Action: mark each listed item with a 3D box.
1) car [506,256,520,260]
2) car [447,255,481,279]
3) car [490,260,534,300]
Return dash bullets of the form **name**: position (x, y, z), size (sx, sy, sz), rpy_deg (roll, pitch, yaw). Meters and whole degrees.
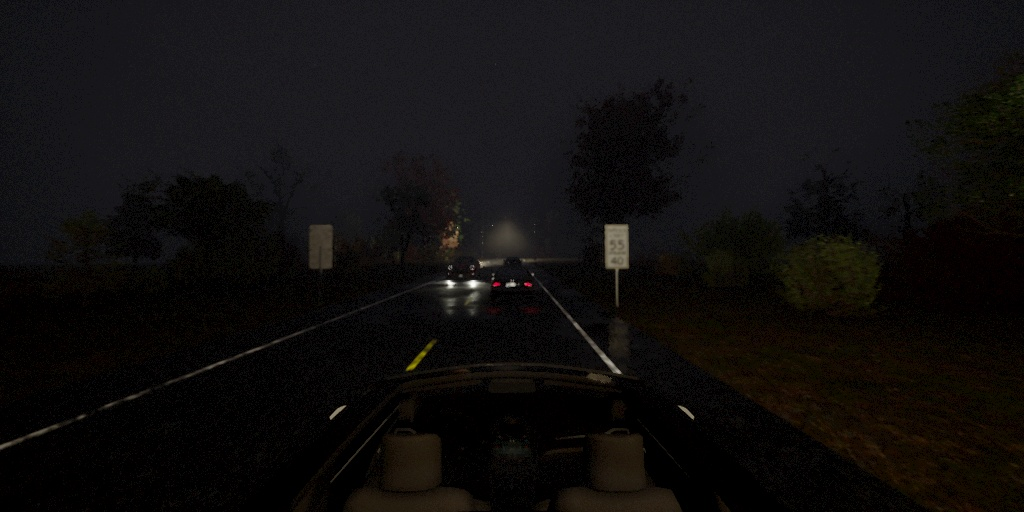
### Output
- **car**: position (0.092, 0.788, 38.167), size (1.837, 1.490, 4.892), rpy_deg (0, 0, 0)
- **car**: position (-3.521, 0.767, 26.926), size (2.097, 1.767, 4.553), rpy_deg (0, 1, 0)
- **car**: position (0.032, 1.099, 16.136), size (2.033, 1.411, 5.357), rpy_deg (0, 1, 1)
